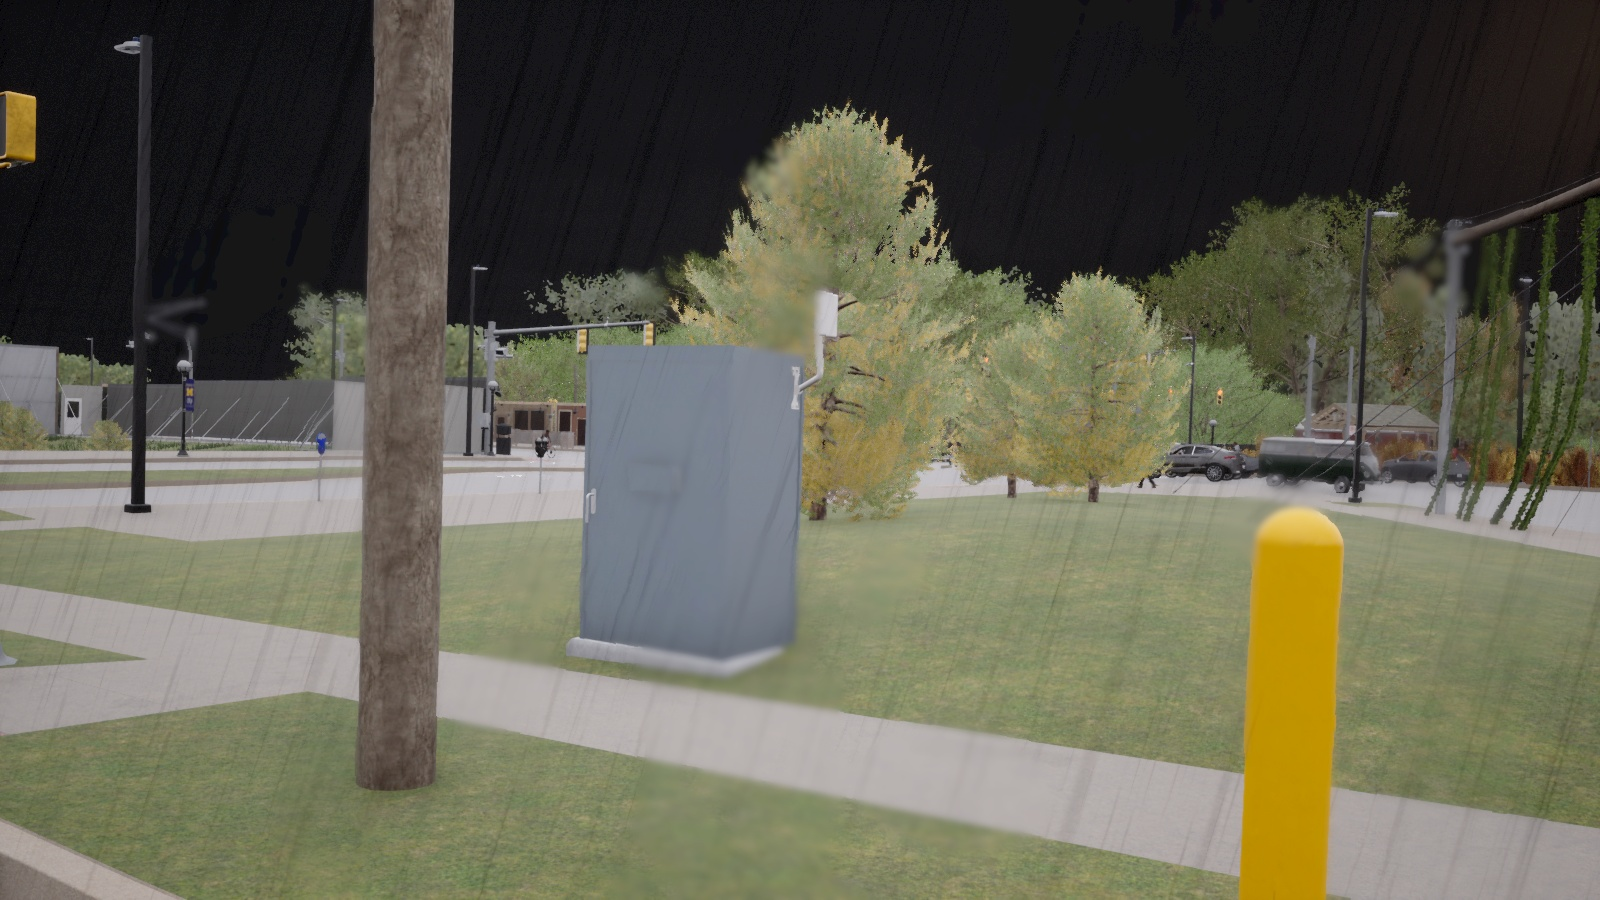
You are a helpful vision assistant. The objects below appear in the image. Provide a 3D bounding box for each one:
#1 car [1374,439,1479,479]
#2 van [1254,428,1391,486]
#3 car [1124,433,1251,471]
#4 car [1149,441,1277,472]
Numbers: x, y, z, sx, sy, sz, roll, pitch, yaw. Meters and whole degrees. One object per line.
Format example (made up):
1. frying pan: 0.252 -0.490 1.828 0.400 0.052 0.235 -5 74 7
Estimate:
1. car: 26.469 0.341 53.162 1.845 1.501 3.633 -1 2 -22
2. van: 19.843 0.219 47.840 1.775 1.987 4.442 -1 3 -41
3. car: 17.394 0.085 56.400 5.027 1.651 2.152 0 1 34
4. car: 19.502 0.294 59.383 5.357 1.411 2.033 0 1 34
